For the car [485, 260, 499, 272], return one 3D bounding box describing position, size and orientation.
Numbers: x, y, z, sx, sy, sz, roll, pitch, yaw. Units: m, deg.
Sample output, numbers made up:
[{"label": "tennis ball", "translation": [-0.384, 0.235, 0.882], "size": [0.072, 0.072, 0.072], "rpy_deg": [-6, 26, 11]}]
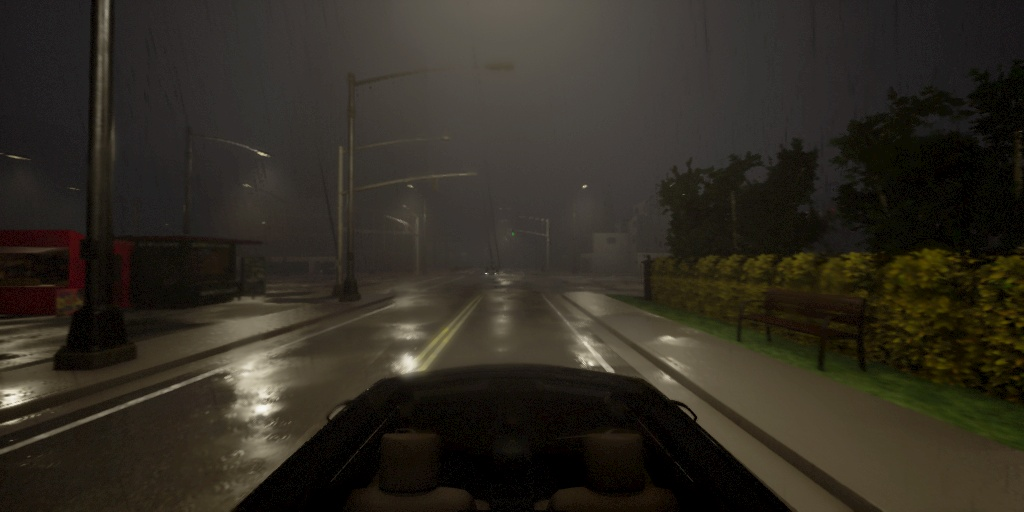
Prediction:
[{"label": "car", "translation": [-3.491, 1.773, 62.758], "size": [2.150, 2.045, 5.566], "rpy_deg": [0, -1, 1]}]
